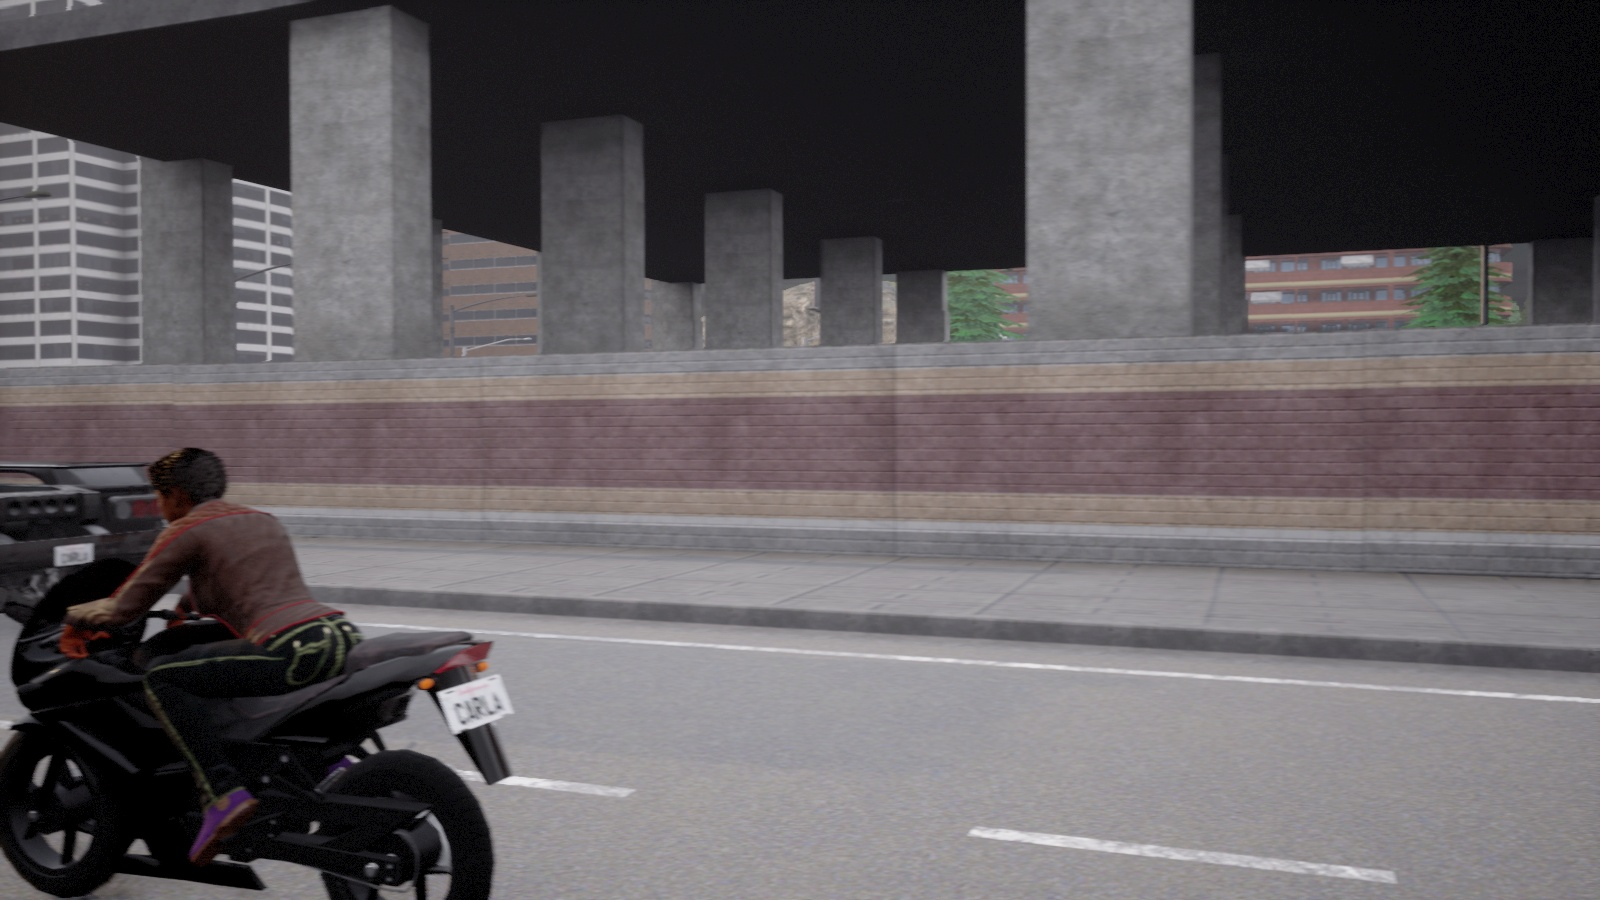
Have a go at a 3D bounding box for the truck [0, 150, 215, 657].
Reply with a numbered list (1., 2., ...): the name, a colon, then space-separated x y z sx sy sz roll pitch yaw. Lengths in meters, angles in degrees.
1. truck: -9.041 -0.358 10.359 7.936 3.462 2.891 1 1 20

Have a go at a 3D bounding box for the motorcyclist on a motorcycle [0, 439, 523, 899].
1. motorcyclist on a motorcycle: -1.985 0.736 4.012 2.044 1.523 0.797 1 1 20
